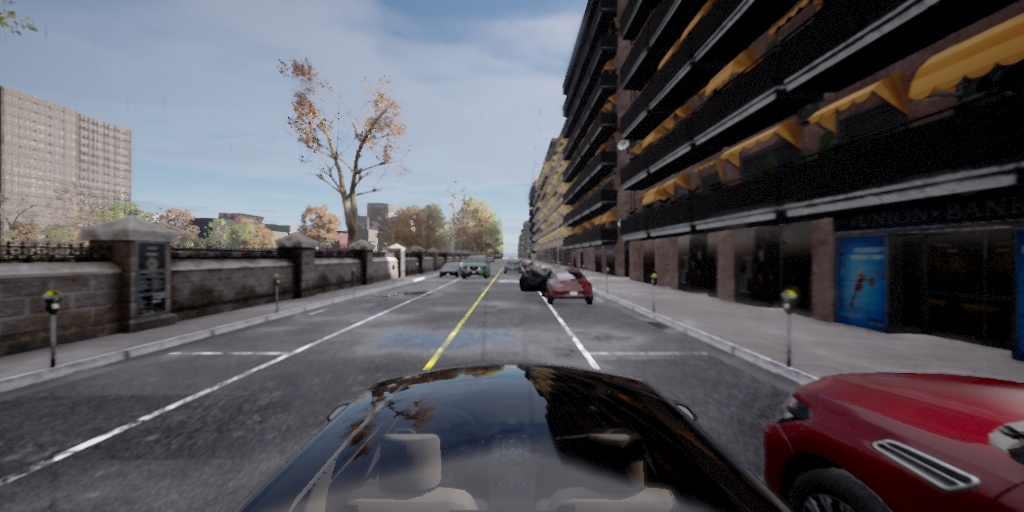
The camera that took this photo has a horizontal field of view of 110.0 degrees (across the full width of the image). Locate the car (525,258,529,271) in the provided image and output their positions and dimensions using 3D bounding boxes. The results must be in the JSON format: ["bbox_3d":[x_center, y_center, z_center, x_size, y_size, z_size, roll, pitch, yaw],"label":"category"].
[{"bbox_3d":[2.710,1.297,56.582,1.802,1.307,4.207,0,0,0],"label":"car"}]

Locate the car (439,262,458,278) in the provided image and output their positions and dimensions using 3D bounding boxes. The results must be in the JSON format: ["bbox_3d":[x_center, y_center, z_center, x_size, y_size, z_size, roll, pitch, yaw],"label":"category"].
[{"bbox_3d":[-5.678,1.285,34.068,1.948,1.339,4.313,0,0,0],"label":"car"}]

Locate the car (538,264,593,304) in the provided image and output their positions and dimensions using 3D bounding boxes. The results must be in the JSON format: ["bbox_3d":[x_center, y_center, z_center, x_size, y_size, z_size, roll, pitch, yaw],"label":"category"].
[{"bbox_3d":[2.358,1.262,15.991,1.812,1.442,4.674,0,0,0],"label":"car"}]

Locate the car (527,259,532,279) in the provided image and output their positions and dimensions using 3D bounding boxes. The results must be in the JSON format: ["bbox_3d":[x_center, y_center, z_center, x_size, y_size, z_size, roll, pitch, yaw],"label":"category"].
[{"bbox_3d":[2.702,1.264,34.065,1.888,1.381,4.507,0,0,0],"label":"car"}]

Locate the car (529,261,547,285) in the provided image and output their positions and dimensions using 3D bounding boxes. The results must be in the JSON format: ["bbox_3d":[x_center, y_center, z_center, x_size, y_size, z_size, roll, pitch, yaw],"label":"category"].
[{"bbox_3d":[2.700,1.275,28.434,2.007,1.370,4.403,0,0,0],"label":"car"}]

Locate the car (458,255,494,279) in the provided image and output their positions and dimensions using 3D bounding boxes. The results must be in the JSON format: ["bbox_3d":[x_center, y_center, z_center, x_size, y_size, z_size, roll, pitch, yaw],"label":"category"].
[{"bbox_3d":[-3.087,0.940,31.756,2.150,2.045,5.566,0,0,0],"label":"car"}]

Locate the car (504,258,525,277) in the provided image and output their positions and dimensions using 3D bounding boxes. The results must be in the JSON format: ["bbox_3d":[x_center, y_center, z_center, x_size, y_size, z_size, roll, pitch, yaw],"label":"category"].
[{"bbox_3d":[0.067,1.204,41.417,2.128,1.511,4.902,0,0,0],"label":"car"}]

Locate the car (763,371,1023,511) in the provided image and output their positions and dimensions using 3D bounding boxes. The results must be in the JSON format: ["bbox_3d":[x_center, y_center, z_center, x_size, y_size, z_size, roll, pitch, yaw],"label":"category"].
[{"bbox_3d":[2.691,1.066,0.282,2.192,1.841,5.009,0,0,0],"label":"car"}]
